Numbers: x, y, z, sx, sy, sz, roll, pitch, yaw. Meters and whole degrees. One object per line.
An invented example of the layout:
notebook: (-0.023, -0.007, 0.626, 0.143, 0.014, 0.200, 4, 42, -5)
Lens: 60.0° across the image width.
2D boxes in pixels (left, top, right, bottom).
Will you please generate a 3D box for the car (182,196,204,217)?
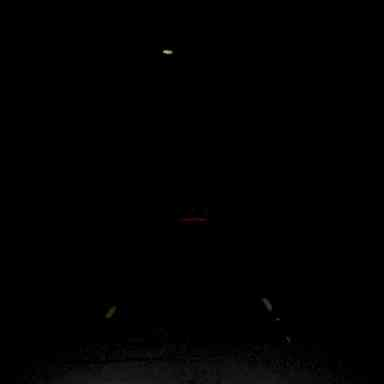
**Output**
car: (0.108, 1.355, 30.307, 1.882, 1.535, 5.008, 0, 0, 0)

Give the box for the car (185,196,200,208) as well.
car: (0.063, 1.326, 44.837, 1.837, 1.490, 4.892, 0, 0, 0)
